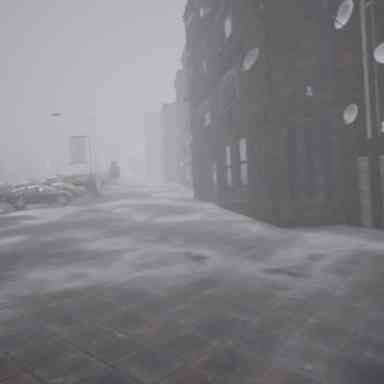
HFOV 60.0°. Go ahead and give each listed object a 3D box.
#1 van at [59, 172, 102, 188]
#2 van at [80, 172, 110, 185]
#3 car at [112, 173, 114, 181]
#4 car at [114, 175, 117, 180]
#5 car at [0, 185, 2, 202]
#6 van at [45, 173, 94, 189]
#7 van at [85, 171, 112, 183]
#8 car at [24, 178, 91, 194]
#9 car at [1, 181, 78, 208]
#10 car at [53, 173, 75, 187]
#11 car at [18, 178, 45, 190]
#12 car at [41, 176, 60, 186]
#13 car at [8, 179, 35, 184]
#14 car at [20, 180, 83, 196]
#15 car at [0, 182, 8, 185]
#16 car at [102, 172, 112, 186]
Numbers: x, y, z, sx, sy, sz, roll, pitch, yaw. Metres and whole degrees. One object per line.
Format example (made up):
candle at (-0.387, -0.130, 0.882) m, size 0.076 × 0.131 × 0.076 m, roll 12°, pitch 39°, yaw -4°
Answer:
van at (-14.755, -1.350, 44.052) m, size 4.442 × 1.987 × 1.878 m, roll -4°, pitch 6°, yaw -28°
van at (-16.378, -2.303, 56.180) m, size 4.442 × 1.987 × 1.878 m, roll -4°, pitch 5°, yaw -28°
car at (-16.960, -2.430, 59.120) m, size 4.553 × 1.767 × 2.185 m, roll -4°, pitch 5°, yaw -28°
car at (-17.677, -2.790, 65.240) m, size 5.366 × 1.575 × 1.946 m, roll -4°, pitch 5°, yaw -28°
car at (-17.064, 0.439, 27.745) m, size 1.895 × 1.301 × 4.718 m, roll -3°, pitch 5°, yaw -9°
van at (-13.187, -0.660, 35.162) m, size 4.442 × 1.987 × 1.878 m, roll -4°, pitch 5°, yaw -28°
van at (-17.489, -2.759, 62.066) m, size 4.442 × 1.987 × 1.878 m, roll -4°, pitch 6°, yaw -28°
car at (-12.990, -0.186, 32.031) m, size 5.366 × 1.575 × 1.946 m, roll -4°, pitch 6°, yaw -28°
car at (-11.925, 0.277, 26.118) m, size 4.892 × 1.521 × 2.231 m, roll -4°, pitch 5°, yaw -28°
car at (-21.450, -2.137, 55.900) m, size 2.150 × 2.045 × 5.566 m, roll -3°, pitch 5°, yaw -8°
car at (-23.789, -1.185, 49.415) m, size 2.033 × 1.411 × 5.357 m, roll -3°, pitch 5°, yaw -8°
car at (-25.357, -2.014, 59.743) m, size 1.812 × 1.442 × 4.674 m, roll -3°, pitch 5°, yaw -8°
car at (-18.653, -0.445, 37.877) m, size 1.837 × 1.490 × 4.892 m, roll -3°, pitch 5°, yaw -8°
car at (-12.369, 0.081, 29.121) m, size 4.674 × 1.452 × 2.002 m, roll -4°, pitch 6°, yaw -28°
car at (-22.071, -0.427, 38.772) m, size 1.882 × 1.535 × 5.008 m, roll -3°, pitch 5°, yaw -9°
car at (-15.544, -1.854, 50.131) m, size 5.566 × 2.045 × 2.435 m, roll -4°, pitch 5°, yaw -28°
